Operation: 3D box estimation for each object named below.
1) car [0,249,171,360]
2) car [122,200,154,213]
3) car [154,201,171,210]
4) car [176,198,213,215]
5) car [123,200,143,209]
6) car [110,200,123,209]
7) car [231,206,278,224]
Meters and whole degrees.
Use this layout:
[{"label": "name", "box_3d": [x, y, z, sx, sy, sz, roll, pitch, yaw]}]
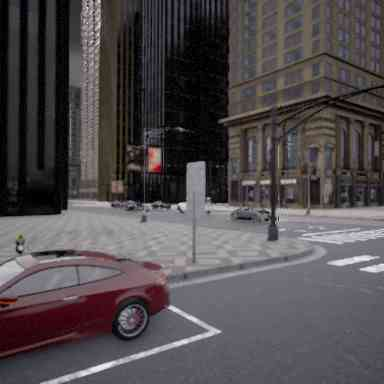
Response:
[{"label": "car", "box_3d": [-2.301, 1.586, 5.002, 4.206, 1.307, 1.802, 0, 0, -35]}, {"label": "car", "box_3d": [-7.513, 2.131, 46.151, 1.994, 1.385, 4.181, 1, -1, -35]}, {"label": "car", "box_3d": [-5.184, 2.185, 54.327, 1.837, 1.490, 4.892, 1, -1, -35]}, {"label": "car", "box_3d": [0.255, 1.720, 41.118, 2.150, 2.045, 5.566, 1, -1, -35]}, {"label": "car", "box_3d": [-11.231, 2.287, 62.774, 1.837, 1.490, 4.892, 1, -1, -35]}, {"label": "car", "box_3d": [-13.213, 2.237, 60.107, 2.128, 1.511, 4.902, 1, -1, -35]}, {"label": "car", "box_3d": [5.204, 1.878, 28.162, 1.994, 1.385, 4.181, 1, -1, -35]}]
